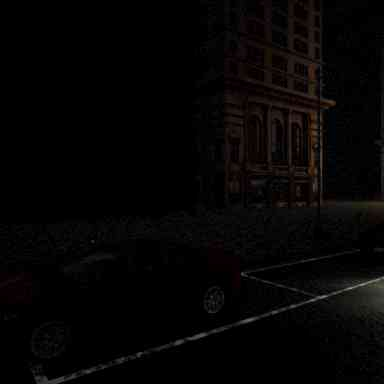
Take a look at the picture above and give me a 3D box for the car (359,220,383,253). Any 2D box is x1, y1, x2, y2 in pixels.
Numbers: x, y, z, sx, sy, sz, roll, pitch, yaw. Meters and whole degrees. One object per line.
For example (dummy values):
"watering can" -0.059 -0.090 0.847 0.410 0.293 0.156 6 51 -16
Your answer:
"car" 8.030 1.564 12.421 4.313 1.339 1.947 0 0 -36

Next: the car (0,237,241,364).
"car" -1.138 1.544 5.847 4.507 1.381 1.887 0 0 -36
